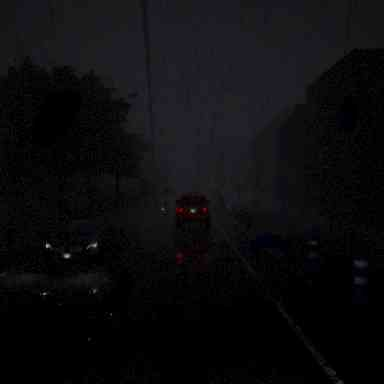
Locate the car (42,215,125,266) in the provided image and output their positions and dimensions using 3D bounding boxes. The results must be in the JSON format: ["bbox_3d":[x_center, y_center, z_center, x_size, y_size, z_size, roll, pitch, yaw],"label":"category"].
[{"bbox_3d":[-3.631,1.582,11.979,1.812,1.442,4.674,0,0,0],"label":"car"}]

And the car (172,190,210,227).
[{"bbox_3d":[0.062,1.145,22.425,2.150,2.045,5.566,0,2,0],"label":"car"}]

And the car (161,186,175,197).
[{"bbox_3d":[-3.663,-0.099,52.275,1.837,1.490,4.892,0,4,0],"label":"car"}]

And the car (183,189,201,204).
[{"bbox_3d":[0.029,0.519,42.563,2.128,1.511,4.902,0,3,0],"label":"car"}]
